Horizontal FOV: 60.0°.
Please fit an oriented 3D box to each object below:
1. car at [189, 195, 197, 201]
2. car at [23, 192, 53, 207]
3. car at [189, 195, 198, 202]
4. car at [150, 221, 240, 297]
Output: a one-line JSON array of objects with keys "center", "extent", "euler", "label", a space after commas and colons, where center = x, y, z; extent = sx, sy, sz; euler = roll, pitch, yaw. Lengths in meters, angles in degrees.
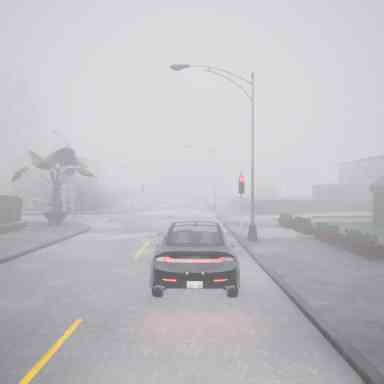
[{"center": [0.331, 1.541, 84.715], "extent": [1.994, 1.385, 4.181], "euler": [0, 0, 0], "label": "car"}, {"center": [-19.593, 0.985, 43.003], "extent": [1.905, 1.878, 3.866], "euler": [0, 0, 35], "label": "car"}, {"center": [0.290, 1.465, 74.479], "extent": [1.882, 1.535, 5.008], "euler": [0, 0, 0], "label": "car"}, {"center": [0.084, 1.491, 8.544], "extent": [2.128, 1.511, 4.902], "euler": [0, 0, 1], "label": "car"}]
